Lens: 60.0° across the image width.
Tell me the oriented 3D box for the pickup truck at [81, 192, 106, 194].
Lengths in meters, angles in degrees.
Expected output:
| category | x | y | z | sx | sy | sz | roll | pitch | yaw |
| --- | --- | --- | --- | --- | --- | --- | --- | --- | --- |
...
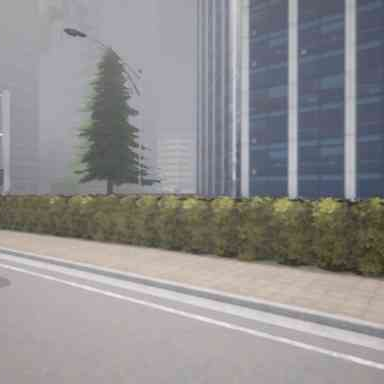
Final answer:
| category | x | y | z | sx | sy | sz | roll | pitch | yaw |
| --- | --- | --- | --- | --- | --- | --- | --- | --- | --- |
| pickup truck | -18.383 | 0.959 | 63.795 | 6.274 | 2.098 | 2.390 | 0 | 0 | -24 |
